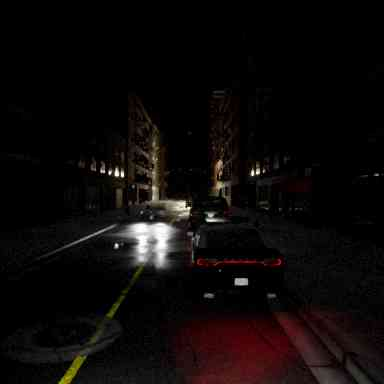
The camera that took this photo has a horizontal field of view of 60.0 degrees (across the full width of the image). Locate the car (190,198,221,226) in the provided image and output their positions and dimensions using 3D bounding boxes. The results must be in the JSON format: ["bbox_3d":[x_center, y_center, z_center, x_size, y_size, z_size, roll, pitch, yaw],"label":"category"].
[{"bbox_3d":[0.894,1.360,24.494,2.097,1.767,4.553,0,0,0],"label":"car"}]

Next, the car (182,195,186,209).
[{"bbox_3d":[0.013,1.576,46.851,2.033,1.411,5.357,0,0,1],"label":"car"}]

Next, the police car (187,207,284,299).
[{"bbox_3d":[0.898,1.427,8.633,1.930,1.638,5.238,0,0,0],"label":"police car"}]

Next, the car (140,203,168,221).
[{"bbox_3d":[-3.007,1.611,26.910,1.895,1.301,4.718,0,0,0],"label":"car"}]

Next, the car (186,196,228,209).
[{"bbox_3d":[0.896,1.231,18.554,2.150,2.045,5.566,0,0,0],"label":"car"}]
